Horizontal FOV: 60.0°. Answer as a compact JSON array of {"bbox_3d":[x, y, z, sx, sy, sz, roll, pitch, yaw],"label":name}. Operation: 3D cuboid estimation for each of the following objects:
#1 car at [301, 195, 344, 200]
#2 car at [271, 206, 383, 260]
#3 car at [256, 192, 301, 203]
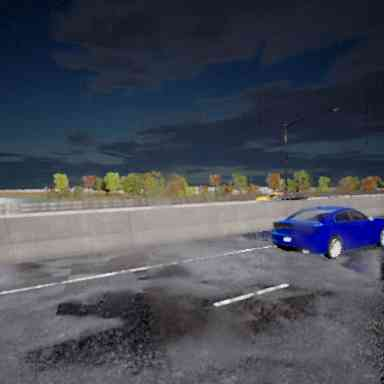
[{"bbox_3d":[12.233,0.960,29.602,4.718,1.301,1.895,-2,1,-34],"label":"car"},{"bbox_3d":[4.896,1.224,11.475,5.008,1.535,1.882,-2,1,-35],"label":"car"},{"bbox_3d":[8.781,0.891,31.469,4.902,1.511,2.128,-2,1,-35],"label":"car"}]
